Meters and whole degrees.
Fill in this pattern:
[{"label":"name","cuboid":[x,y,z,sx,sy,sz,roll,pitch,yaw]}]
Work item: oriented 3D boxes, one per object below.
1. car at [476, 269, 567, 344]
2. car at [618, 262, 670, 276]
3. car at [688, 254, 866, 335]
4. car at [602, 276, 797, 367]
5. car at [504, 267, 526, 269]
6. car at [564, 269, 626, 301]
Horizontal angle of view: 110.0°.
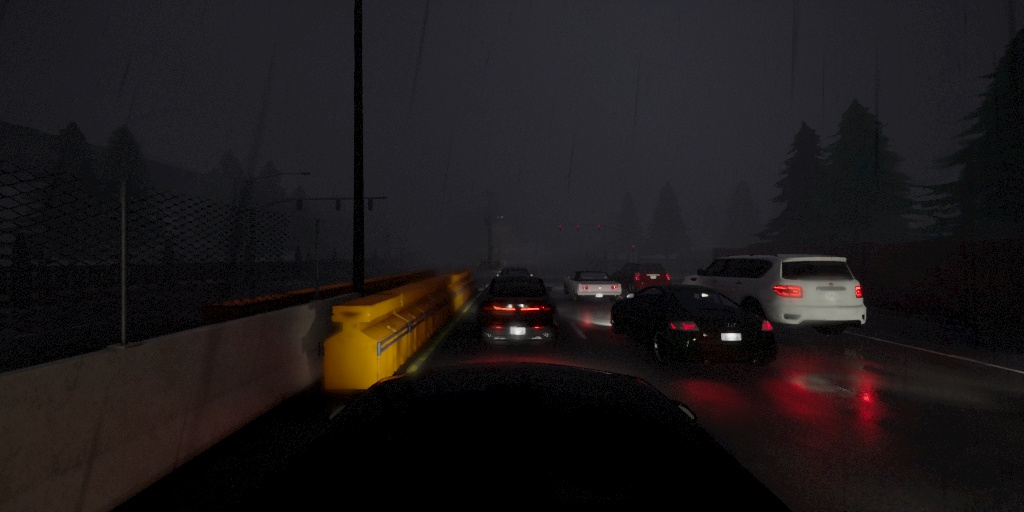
[{"label":"car","cuboid":[0.122,1.255,9.601,1.837,1.490,4.892,0,0,0]},{"label":"car","cuboid":[7.152,1.102,20.255,2.097,1.767,4.553,0,0,0]},{"label":"car","cuboid":[7.126,0.971,10.669,2.150,2.045,5.566,0,0,0]},{"label":"car","cuboid":[3.626,1.314,7.970,1.994,1.385,4.181,0,0,-1]},{"label":"car","cuboid":[0.147,1.297,19.118,2.033,1.411,5.357,0,0,0]},{"label":"car","cuboid":[3.643,1.351,17.152,1.895,1.301,4.718,0,0,0]}]
